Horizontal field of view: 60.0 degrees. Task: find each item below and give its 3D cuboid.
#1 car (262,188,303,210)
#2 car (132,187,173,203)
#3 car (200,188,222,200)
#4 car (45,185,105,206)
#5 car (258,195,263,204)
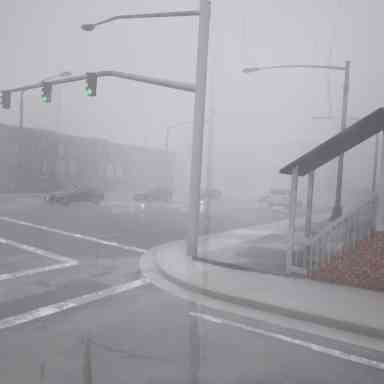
[{"bbox_3d":[9.863,0.678,34.958,2.150,2.045,5.566,5,3,36],"label":"car"},{"bbox_3d":[-3.942,0.244,34.081,1.837,1.490,4.892,5,3,36],"label":"car"},{"bbox_3d":[1.995,0.247,42.297,1.837,1.490,4.892,5,3,36],"label":"car"},{"bbox_3d":[-9.284,0.228,26.667,2.128,1.511,4.902,5,3,36],"label":"car"},{"bbox_3d":[9.691,0.787,40.735,1.994,1.385,4.181,5,3,36],"label":"car"}]
